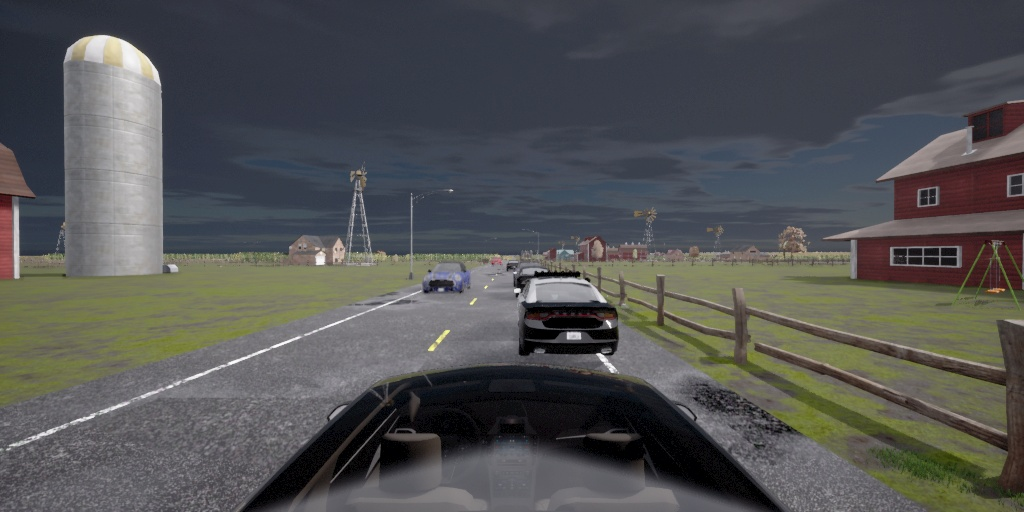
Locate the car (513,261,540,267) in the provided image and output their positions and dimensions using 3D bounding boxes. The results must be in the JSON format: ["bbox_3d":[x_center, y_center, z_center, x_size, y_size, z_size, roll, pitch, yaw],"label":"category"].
[{"bbox_3d":[1.116,1.231,18.662,1.882,1.535,5.008,0,0,0],"label":"car"}]

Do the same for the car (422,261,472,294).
[{"bbox_3d":[-3.528,1.106,20.124,2.097,1.767,4.553,0,0,0],"label":"car"}]

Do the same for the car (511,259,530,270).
[{"bbox_3d":[1.137,1.109,24.633,2.097,1.767,4.553,0,0,0],"label":"car"}]

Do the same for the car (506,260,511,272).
[{"bbox_3d":[0.230,1.267,48.316,1.882,1.535,5.008,0,0,0],"label":"car"}]

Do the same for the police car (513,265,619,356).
[{"bbox_3d":[1.079,1.175,8.771,1.930,1.638,5.238,0,0,0],"label":"police car"}]
